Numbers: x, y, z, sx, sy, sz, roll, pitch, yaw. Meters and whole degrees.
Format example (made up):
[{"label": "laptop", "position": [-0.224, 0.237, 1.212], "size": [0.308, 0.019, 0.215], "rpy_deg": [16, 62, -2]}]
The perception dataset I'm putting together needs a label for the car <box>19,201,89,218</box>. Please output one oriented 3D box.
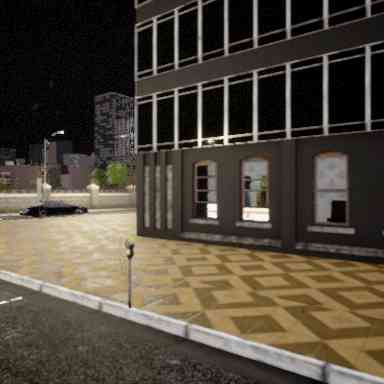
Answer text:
[{"label": "car", "position": [-11.460, 1.433, 27.920], "size": [2.033, 1.411, 5.357], "rpy_deg": [0, 0, 44]}]
